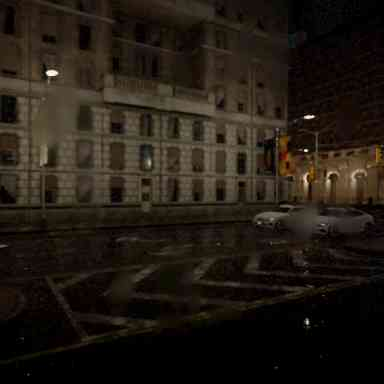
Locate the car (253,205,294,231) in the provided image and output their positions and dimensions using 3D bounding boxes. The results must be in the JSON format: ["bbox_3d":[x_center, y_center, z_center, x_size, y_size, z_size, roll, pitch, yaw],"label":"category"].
[{"bbox_3d":[5.982,1.544,20.659,4.674,1.442,1.812,0,0,-30],"label":"car"}]

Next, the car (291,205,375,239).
[{"bbox_3d":[7.751,1.551,17.639,4.674,1.442,1.812,0,0,-30],"label":"car"}]
